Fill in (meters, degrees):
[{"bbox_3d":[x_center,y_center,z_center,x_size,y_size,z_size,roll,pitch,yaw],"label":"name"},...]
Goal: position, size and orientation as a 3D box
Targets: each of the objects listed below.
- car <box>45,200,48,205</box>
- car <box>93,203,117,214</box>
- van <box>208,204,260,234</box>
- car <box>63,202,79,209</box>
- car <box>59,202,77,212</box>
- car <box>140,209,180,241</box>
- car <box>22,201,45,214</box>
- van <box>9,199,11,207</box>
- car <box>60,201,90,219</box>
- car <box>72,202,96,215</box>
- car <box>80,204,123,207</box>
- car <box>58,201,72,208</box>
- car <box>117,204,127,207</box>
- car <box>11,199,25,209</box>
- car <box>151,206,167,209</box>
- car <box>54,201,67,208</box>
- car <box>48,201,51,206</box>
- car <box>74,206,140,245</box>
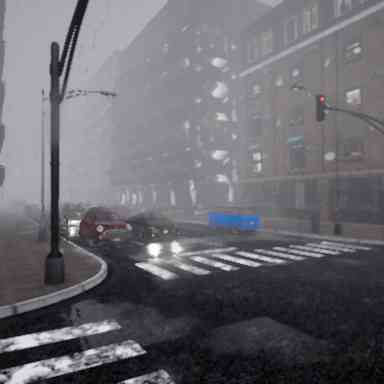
[{"bbox_3d":[-35.534,2.953,84.581,1.802,1.307,4.206,0,-1,-31],"label":"car"},{"bbox_3d":[-12.043,2.257,45.855,1.887,1.381,4.507,0,-1,-31],"label":"car"},{"bbox_3d":[2.636,1.669,21.658,1.690,1.788,3.998,0,-1,-31],"label":"van"},{"bbox_3d":[-23.789,2.590,65.219,2.008,1.369,4.403,0,-1,-31],"label":"car"},{"bbox_3d":[-20.171,2.393,54.068,1.812,1.442,4.674,0,-1,-31],"label":"car"},{"bbox_3d":[-2.354,1.876,18.715,1.994,1.385,4.181,0,-1,-31],"label":"car"},{"bbox_3d":[-22.156,2.352,46.367,1.802,1.307,4.206,0,-1,-31],"label":"car"},{"bbox_3d":[-42.712,2.687,80.257,1.690,1.788,3.998,0,-1,-31],"label":"van"},{"bbox_3d":[-12.770,2.071,35.906,2.128,1.511,4.902,0,-1,-31],"label":"car"},{"bbox_3d":[-14.748,2.209,45.218,2.128,1.511,4.902,0,-1,-31],"label":"car"},{"bbox_3d":[-7.517,1.967,27.227,1.812,1.442,4.674,0,-1,-31],"label":"car"},{"bbox_3d":[-26.725,2.672,70.060,2.008,1.369,4.403,0,-1,-31],"label":"car"},{"bbox_3d":[-9.108,2.176,41.015,1.887,1.381,4.507,0,-1,-31],"label":"car"},{"bbox_3d":[-33.903,2.411,65.735,2.192,1.841,5.009,0,-1,-31],"label":"car"},{"bbox_3d":[-3.324,2.003,31.481,1.752,1.417,4.829,0,-1,-31],"label":"car"},{"bbox_3d":[-29.662,2.747,74.901,1.887,1.381,4.507,0,-1,-31],"label":"car"},{"bbox_3d":[-32.598,2.726,79.741,1.967,1.590,4.097,0,-1,-31],"label":"car"},{"bbox_3d":[-4.539,1.744,17.327,1.967,1.590,4.097,0,-1,-31],"label":"car"}]
